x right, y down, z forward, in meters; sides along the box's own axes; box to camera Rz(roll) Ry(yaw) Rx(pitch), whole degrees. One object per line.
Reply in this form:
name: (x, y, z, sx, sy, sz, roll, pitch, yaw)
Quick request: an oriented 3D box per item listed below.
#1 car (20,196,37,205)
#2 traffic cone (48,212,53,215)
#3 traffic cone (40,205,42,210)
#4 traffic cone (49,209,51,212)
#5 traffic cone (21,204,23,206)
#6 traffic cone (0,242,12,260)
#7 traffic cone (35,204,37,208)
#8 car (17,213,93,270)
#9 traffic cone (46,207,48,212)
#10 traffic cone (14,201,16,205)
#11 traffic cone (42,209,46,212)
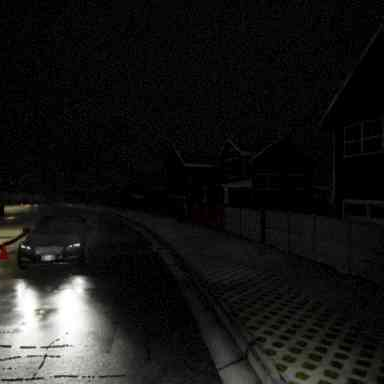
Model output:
car: (-28.893, 1.478, 58.605, 1.812, 1.442, 4.674, 0, 1, -43)
traffic cone: (-10.660, 2.041, 25.295, 0.340, 0.580, 0.340, 0, 0, -21)
traffic cone: (-19.353, 2.017, 42.758, 0.340, 0.580, 0.340, 0, 0, -32)
traffic cone: (-12.524, 2.046, 29.809, 0.340, 0.580, 0.340, 0, 0, -24)
traffic cone: (-27.925, 1.939, 54.626, 0.340, 0.580, 0.340, -1, 1, -40)
traffic cone: (-6.357, 1.985, 11.300, 0.340, 0.580, 0.340, 0, 0, -13)
traffic cone: (-22.024, 1.991, 46.846, 0.340, 0.580, 0.340, 0, 1, -35)
car: (-4.441, 1.517, 11.352, 2.128, 1.511, 4.902, 0, 0, -13)
traffic cone: (-14.597, 2.044, 34.231, 0.340, 0.580, 0.340, 0, 0, -26)
traffic cone: (-31.143, 1.915, 58.300, 0.340, 0.580, 0.340, -1, 1, -43)
traffic cone: (-16.876, 2.034, 38.550, 0.340, 0.580, 0.340, 0, 0, -29)
